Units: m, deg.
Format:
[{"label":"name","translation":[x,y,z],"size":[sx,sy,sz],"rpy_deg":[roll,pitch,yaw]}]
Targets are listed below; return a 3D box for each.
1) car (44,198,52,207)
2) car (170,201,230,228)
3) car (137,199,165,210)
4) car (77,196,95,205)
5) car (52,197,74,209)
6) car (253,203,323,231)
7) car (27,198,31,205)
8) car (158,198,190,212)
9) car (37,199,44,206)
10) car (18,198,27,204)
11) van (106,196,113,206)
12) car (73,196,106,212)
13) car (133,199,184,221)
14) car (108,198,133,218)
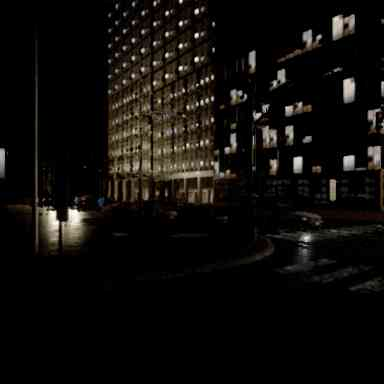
[{"label":"car","translation":[-22.162,1.841,54.034],"size":[1.947,1.339,4.313],"rpy_deg":[0,0,-35]},{"label":"car","translation":[0.629,1.482,21.425],"size":[1.802,1.307,4.206],"rpy_deg":[0,0,-35]},{"label":"car","translation":[-5.623,1.672,44.999],"size":[1.752,1.417,4.829],"rpy_deg":[0,0,-35]},{"label":"car","translation":[-21.807,1.729,68.152],"size":[2.192,1.841,5.009],"rpy_deg":[0,0,-35]},{"label":"car","translation":[-18.906,1.773,49.375],"size":[2.008,1.369,4.403],"rpy_deg":[0,0,-35]},{"label":"car","translation":[5.295,1.403,19.461],"size":[1.812,1.442,4.674],"rpy_deg":[0,-1,-35]},{"label":"car","translation":[-31.930,2.019,68.009],"size":[1.802,1.307,4.206],"rpy_deg":[0,0,-35]},{"label":"car","translation":[-2.271,1.532,40.202],"size":[1.967,1.590,4.097],"rpy_deg":[0,0,-35]},{"label":"car","translation":[-25.418,1.874,58.692],"size":[1.887,1.381,4.507],"rpy_deg":[0,0,-35]},{"label":"car","translation":[-38.442,2.095,77.326],"size":[2.008,1.369,4.403],"rpy_deg":[0,0,-35]},{"label":"van","translation":[-15.295,1.648,58.836],"size":[1.690,1.788,3.998],"rpy_deg":[0,0,-35]},{"label":"car","translation":[-12.396,1.554,40.060],"size":[1.967,1.590,4.097],"rpy_deg":[0,0,-35]},{"label":"car","translation":[-2.628,1.394,26.085],"size":[1.967,1.590,4.097],"rpy_deg":[0,0,-35]},{"label":"car","translation":[-5.786,1.531,30.603],"size":[1.752,1.417,4.829],"rpy_deg":[0,0,-35]}]
